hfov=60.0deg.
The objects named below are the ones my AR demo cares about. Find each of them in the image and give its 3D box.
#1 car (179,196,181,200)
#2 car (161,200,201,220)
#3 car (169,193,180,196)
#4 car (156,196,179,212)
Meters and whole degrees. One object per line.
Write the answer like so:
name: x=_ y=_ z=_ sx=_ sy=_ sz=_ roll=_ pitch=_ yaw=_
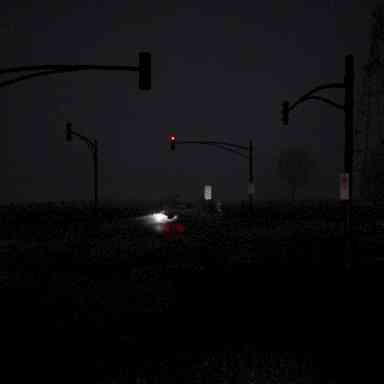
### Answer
car: x=-3.024 y=1.595 z=47.506 sx=1.895 sy=1.301 sz=4.718 roll=0 pitch=0 yaw=0
car: x=-0.663 y=1.594 z=27.705 sx=1.895 sy=1.301 sz=4.718 roll=0 pitch=0 yaw=16
car: x=-3.074 y=1.217 z=57.857 sx=2.150 sy=2.045 sz=5.566 roll=0 pitch=0 yaw=0
car: x=-2.970 y=1.485 z=37.690 sx=2.128 sy=1.511 sz=4.902 roll=0 pitch=0 yaw=-1
